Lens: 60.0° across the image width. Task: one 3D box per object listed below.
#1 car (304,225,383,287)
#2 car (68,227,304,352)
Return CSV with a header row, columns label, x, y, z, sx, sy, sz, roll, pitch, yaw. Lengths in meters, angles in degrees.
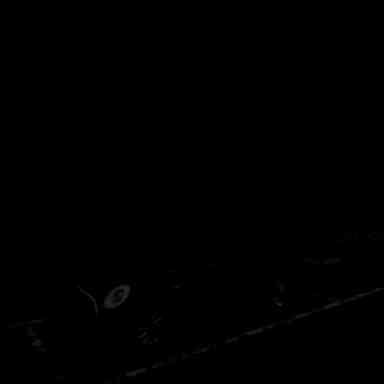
label,x,y,z,sx,sy,sz,roll,pitch,yaw
car,4.400,1.603,9.328,4.206,1.307,1.802,0,0,-36
car,-0.092,1.448,6.123,4.097,1.590,1.967,0,0,-36
